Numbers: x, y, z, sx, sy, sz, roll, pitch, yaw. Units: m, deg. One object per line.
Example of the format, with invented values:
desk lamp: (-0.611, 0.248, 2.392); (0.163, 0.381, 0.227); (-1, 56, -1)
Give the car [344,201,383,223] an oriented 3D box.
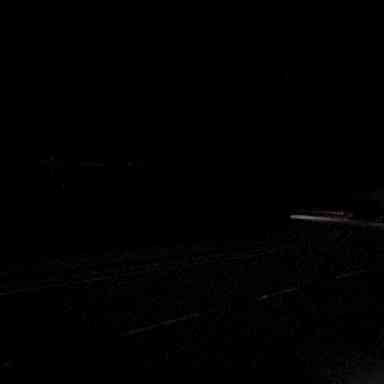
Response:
car: (14.249, 1.494, 26.195); (1.882, 1.535, 5.008); (0, 0, -13)
